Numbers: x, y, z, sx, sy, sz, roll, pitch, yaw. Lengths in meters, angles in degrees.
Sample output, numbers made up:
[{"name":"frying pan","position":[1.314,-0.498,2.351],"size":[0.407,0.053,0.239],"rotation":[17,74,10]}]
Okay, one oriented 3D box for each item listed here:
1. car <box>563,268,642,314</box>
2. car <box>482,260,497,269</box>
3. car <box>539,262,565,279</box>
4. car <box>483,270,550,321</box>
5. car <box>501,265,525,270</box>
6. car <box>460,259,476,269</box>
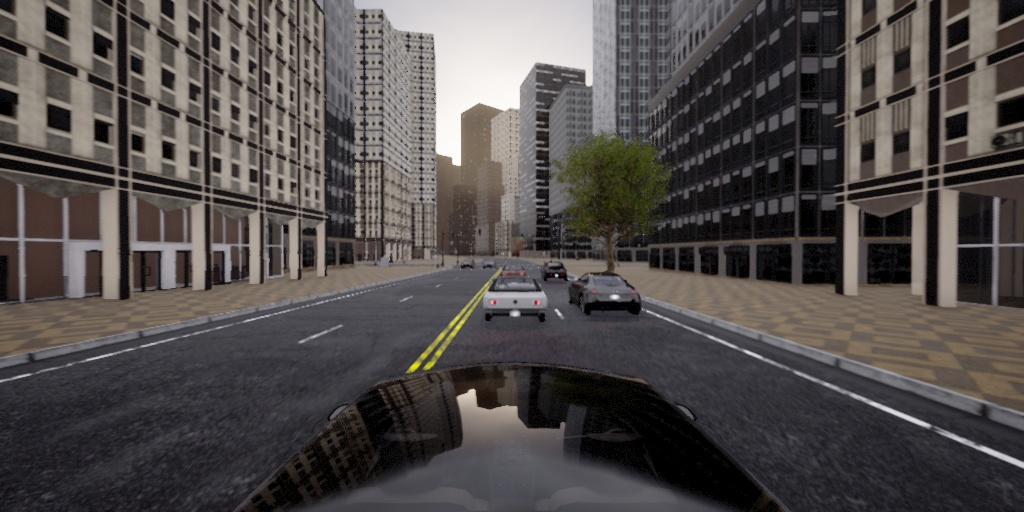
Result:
[{"name":"car","position":[3.347,1.303,13.662],"size":[1.994,1.385,4.181],"rotation":[0,0,0]},{"name":"car","position":[-3.256,1.228,53.409],"size":[1.994,1.385,4.181],"rotation":[0,0,0]},{"name":"car","position":[3.347,1.220,29.282],"size":[1.837,1.490,4.892],"rotation":[0,0,0]},{"name":"car","position":[0.096,1.341,12.363],"size":[1.895,1.301,4.718],"rotation":[0,0,0]},{"name":"car","position":[0.097,1.319,27.685],"size":[1.895,1.301,4.718],"rotation":[0,0,0]},{"name":"car","position":[-6.505,1.177,53.401],"size":[1.837,1.490,4.892],"rotation":[0,0,0]}]
